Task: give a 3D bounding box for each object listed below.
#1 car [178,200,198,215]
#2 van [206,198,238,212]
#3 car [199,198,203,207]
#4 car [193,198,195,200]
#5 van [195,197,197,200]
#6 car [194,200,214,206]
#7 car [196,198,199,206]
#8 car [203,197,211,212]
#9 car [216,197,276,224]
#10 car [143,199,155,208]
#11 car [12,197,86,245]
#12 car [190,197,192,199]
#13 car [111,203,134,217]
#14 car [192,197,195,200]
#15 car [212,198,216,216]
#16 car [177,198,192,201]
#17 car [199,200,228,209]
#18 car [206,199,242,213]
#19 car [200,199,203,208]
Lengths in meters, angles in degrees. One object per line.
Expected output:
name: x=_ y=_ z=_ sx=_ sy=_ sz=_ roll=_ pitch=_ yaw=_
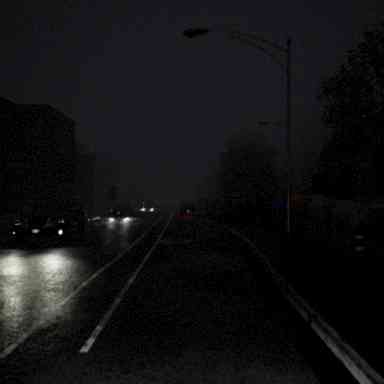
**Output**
car: x=-0.538 y=2.023 z=41.487 sx=1.837 sy=1.490 sz=4.892 roll=0 pitch=-1 yaw=-2
van: x=4.499 y=1.928 z=50.113 sx=4.442 sy=1.987 sz=1.878 roll=1 pitch=-1 yaw=-22
car: x=4.380 y=2.248 z=56.052 sx=5.366 sy=1.575 sz=1.946 roll=1 pitch=-1 yaw=-22
car: x=3.299 y=2.529 z=76.762 sx=5.008 sy=1.535 sz=2.097 roll=1 pitch=-1 yaw=-23
van: x=3.577 y=2.270 z=73.848 sx=4.442 sy=1.987 sz=1.878 roll=1 pitch=-1 yaw=-23
car: x=2.933 y=2.636 z=82.691 sx=4.674 sy=1.452 sz=2.002 roll=1 pitch=-1 yaw=-24
car: x=3.940 y=2.287 z=58.880 sx=5.366 sy=1.575 sz=1.946 roll=1 pitch=-1 yaw=-22
car: x=4.705 y=1.745 z=41.200 sx=5.566 sy=2.045 sz=2.435 roll=1 pitch=-1 yaw=-22
car: x=5.164 y=1.459 z=26.415 sx=5.566 sy=2.045 sz=2.435 roll=1 pitch=-2 yaw=-22
car: x=-8.322 y=2.242 z=64.368 sx=2.097 sy=1.767 sz=4.553 roll=0 pitch=-1 yaw=-3
car: x=-6.594 y=1.253 z=16.064 sx=2.150 sy=2.045 sz=5.566 roll=0 pitch=-1 yaw=-7
car: x=2.531 y=2.696 z=88.579 sx=4.674 sy=1.452 sz=2.002 roll=1 pitch=-1 yaw=-24
car: x=-7.510 y=1.926 z=36.065 sx=1.837 sy=1.490 sz=4.892 roll=0 pitch=-1 yaw=-2
car: x=3.302 y=2.564 z=79.801 sx=5.366 sy=1.575 sz=1.946 roll=1 pitch=-1 yaw=-24
car: x=5.025 y=1.516 z=29.340 sx=5.566 sy=2.045 sz=2.435 roll=1 pitch=-1 yaw=-22
car: x=-1.548 y=2.495 z=67.833 sx=1.994 sy=1.385 sz=4.181 roll=0 pitch=-1 yaw=-3
car: x=4.012 y=2.338 z=61.921 sx=4.892 sy=1.521 sz=2.231 roll=1 pitch=-1 yaw=-22
car: x=4.516 y=1.976 z=47.113 sx=4.553 sy=1.767 sz=2.185 roll=1 pitch=-1 yaw=-22
car: x=4.325 y=2.230 z=53.034 sx=4.792 sy=1.488 sz=2.163 roll=1 pitch=-1 yaw=-22
